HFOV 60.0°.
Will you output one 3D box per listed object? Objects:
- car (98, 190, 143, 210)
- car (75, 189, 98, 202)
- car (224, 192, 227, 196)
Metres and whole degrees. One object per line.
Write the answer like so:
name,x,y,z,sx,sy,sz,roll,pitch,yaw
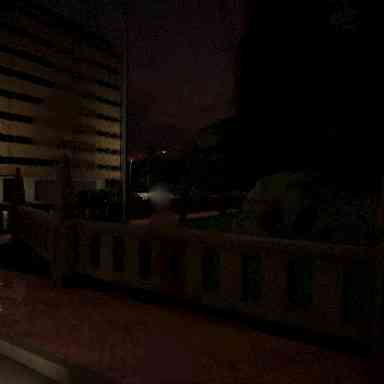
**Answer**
car,-7.171,0.924,34.911,2.097,1.767,4.553,1,1,32
car,-11.025,0.756,35.344,2.150,2.045,5.566,1,1,32
car,4.384,0.788,53.300,2.097,1.767,4.553,1,1,32
